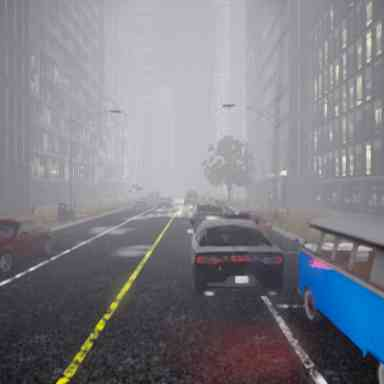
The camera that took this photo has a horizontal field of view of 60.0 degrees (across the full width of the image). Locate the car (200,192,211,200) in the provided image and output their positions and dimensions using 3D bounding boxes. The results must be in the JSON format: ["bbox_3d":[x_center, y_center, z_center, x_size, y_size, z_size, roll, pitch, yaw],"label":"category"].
[{"bbox_3d":[2.678,0.840,67.060,1.967,1.590,4.097,0,1,0],"label":"car"}]

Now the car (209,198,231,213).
[{"bbox_3d":[2.684,1.305,32.908,1.802,1.307,4.206,0,0,0],"label":"car"}]

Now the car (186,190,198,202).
[{"bbox_3d":[-0.012,0.699,59.237,2.150,2.045,5.566,0,1,0],"label":"car"}]

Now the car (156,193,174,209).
[{"bbox_3d":[-3.107,1.216,39.123,2.033,1.411,5.357,0,1,0],"label":"car"}]

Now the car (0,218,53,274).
[{"bbox_3d":[-5.692,1.496,10.140,1.802,1.307,4.206,0,0,0],"label":"car"}]

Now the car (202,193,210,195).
[{"bbox_3d":[2.682,1.173,44.292,2.008,1.369,4.403,0,1,0],"label":"car"}]

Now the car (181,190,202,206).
[{"bbox_3d":[0.002,0.963,45.572,2.097,1.767,4.553,0,1,1],"label":"car"}]

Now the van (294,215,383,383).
[{"bbox_3d":[2.690,1.303,4.446,1.690,1.788,3.998,0,0,0],"label":"van"}]

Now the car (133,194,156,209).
[{"bbox_3d":[-5.698,1.224,38.602,2.008,1.369,4.403,0,0,0],"label":"car"}]

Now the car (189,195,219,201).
[{"bbox_3d":[0.896,1.248,24.654,1.801,1.575,5.366,0,0,0],"label":"car"}]

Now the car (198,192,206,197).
[{"bbox_3d":[2.674,0.711,89.830,1.887,1.381,4.507,0,1,0],"label":"car"}]

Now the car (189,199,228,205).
[{"bbox_3d":[0.896,1.349,18.465,1.837,1.490,4.892,0,0,0],"label":"car"}]

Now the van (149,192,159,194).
[{"bbox_3d":[-5.699,0.910,49.985,1.690,1.788,3.998,0,1,0],"label":"van"}]

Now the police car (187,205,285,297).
[{"bbox_3d":[0.899,1.352,8.574,1.930,1.638,5.238,0,0,0],"label":"police car"}]
